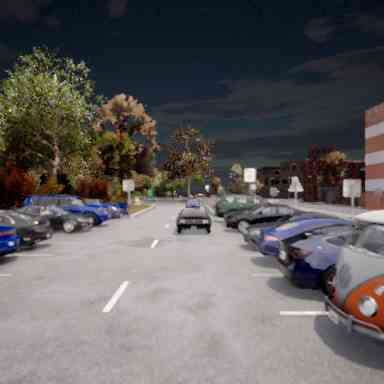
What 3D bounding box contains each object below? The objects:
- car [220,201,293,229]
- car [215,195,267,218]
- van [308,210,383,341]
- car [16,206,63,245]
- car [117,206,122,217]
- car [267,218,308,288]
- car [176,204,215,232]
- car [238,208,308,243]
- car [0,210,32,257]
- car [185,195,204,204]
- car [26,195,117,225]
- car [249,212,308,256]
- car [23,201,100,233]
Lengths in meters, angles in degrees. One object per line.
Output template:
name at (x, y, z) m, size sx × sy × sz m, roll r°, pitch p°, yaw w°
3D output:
car at (4.420, 1.511, 21.848) m, size 4.674 × 1.452 × 2.002 m, roll 0°, pitch 0°, yaw 0°
car at (4.446, 1.216, 24.673) m, size 5.566 × 2.045 × 2.435 m, roll 0°, pitch 0°, yaw 0°
van at (4.299, 1.254, 4.892) m, size 4.442 × 1.987 × 1.878 m, roll 0°, pitch 0°, yaw 0°
car at (-8.148, 1.479, 13.291) m, size 4.892 × 1.521 × 2.231 m, roll 0°, pitch 0°, yaw 0°
car at (-8.092, 1.329, 27.417) m, size 4.553 × 1.767 × 2.185 m, roll 0°, pitch -1°, yaw 0°
car at (4.445, 1.509, 7.718) m, size 4.792 × 1.488 × 2.163 m, roll 0°, pitch 0°, yaw 0°
car at (0.103, 1.594, 19.825) m, size 1.895 × 1.301 × 4.718 m, roll 0°, pitch 0°, yaw 0°
car at (4.419, 1.518, 13.370) m, size 4.674 × 1.452 × 2.002 m, roll 0°, pitch 0°, yaw 0°
car at (-8.147, 1.479, 10.467) m, size 5.008 × 1.535 × 2.097 m, roll 0°, pitch 0°, yaw 0°
car at (0.084, 1.484, 41.490) m, size 2.033 × 1.411 × 5.357 m, roll 0°, pitch 0°, yaw -1°
car at (-8.127, 1.220, 21.637) m, size 5.566 × 2.045 × 2.435 m, roll 0°, pitch 0°, yaw 0°
car at (4.414, 1.519, 10.544) m, size 4.674 × 1.452 × 2.002 m, roll 0°, pitch 0°, yaw 0°
car at (-8.162, 1.476, 18.937) m, size 4.892 × 1.521 × 2.231 m, roll 0°, pitch 0°, yaw 0°
